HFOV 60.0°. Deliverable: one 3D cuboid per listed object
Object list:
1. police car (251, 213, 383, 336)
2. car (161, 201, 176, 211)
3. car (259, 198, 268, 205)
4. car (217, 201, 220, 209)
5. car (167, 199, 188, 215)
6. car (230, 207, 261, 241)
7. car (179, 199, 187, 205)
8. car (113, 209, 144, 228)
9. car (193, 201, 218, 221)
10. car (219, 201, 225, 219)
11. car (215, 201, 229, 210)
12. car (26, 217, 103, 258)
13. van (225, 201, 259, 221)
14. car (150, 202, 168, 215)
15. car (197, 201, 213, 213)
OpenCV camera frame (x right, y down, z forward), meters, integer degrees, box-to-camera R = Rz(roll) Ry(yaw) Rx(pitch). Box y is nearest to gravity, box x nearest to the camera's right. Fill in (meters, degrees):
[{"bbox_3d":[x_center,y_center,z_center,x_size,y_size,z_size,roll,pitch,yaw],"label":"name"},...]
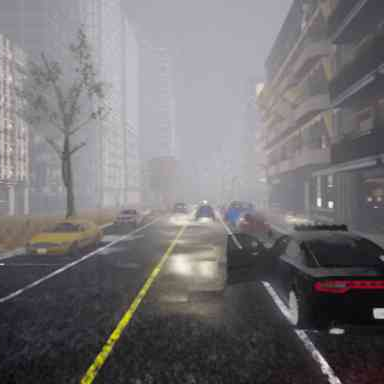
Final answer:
[{"bbox_3d":[2.680,1.474,7.106,1.930,1.638,5.238,-1,-1,2],"label":"police car"},{"bbox_3d":[-3.728,2.223,52.844,1.887,1.381,4.507,-1,-1,2],"label":"car"},{"bbox_3d":[16.073,2.003,71.551,4.403,1.369,2.008,-2,0,1],"label":"car"},{"bbox_3d":[4.247,1.988,41.484,2.008,1.369,4.403,-1,-1,2],"label":"car"},{"bbox_3d":[-1.509,2.009,40.871,1.837,1.490,4.892,-1,-1,3],"label":"car"},{"bbox_3d":[3.448,1.764,19.370,1.802,1.307,4.206,-1,-1,2],"label":"car"},{"bbox_3d":[-2.360,2.715,90.727,1.947,1.339,4.313,-1,-1,2],"label":"car"},{"bbox_3d":[-4.726,1.938,25.200,1.802,1.307,4.206,-1,-1,2],"label":"car"},{"bbox_3d":[1.226,1.876,31.045,1.812,1.442,4.674,-1,-1,3],"label":"car"},{"bbox_3d":[3.846,1.749,30.429,1.967,1.590,4.097,-1,-1,2],"label":"car"},{"bbox_3d":[4.646,2.118,52.542,2.008,1.369,4.403,-1,-1,2],"label":"car"},{"bbox_3d":[-5.132,1.754,13.973,1.752,1.417,4.829,-1,-1,2],"label":"car"},{"bbox_3d":[3.645,1.587,24.901,1.690,1.788,3.998,-1,-1,2],"label":"van"},{"bbox_3d":[-4.134,2.071,41.617,1.752,1.417,4.829,-1,-1,2],"label":"car"},{"bbox_3d":[1.792,2.023,46.653,2.128,1.511,4.902,-1,-1,3],"label":"car"}]
